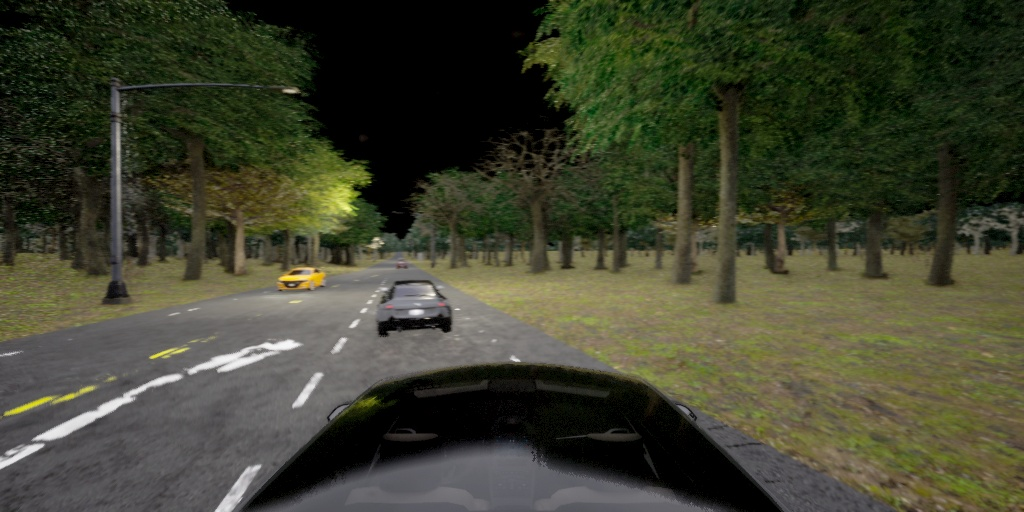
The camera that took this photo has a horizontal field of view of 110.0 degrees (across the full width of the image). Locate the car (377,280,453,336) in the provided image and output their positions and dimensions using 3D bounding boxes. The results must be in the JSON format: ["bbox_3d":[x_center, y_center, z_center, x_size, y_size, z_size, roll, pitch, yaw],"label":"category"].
[{"bbox_3d":[-3.025,1.418,11.022,1.994,1.385,4.181,-1,0,-17],"label":"car"}]

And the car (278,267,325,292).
[{"bbox_3d":[-14.410,1.556,24.813,1.882,1.535,5.008,-1,0,-15],"label":"car"}]
